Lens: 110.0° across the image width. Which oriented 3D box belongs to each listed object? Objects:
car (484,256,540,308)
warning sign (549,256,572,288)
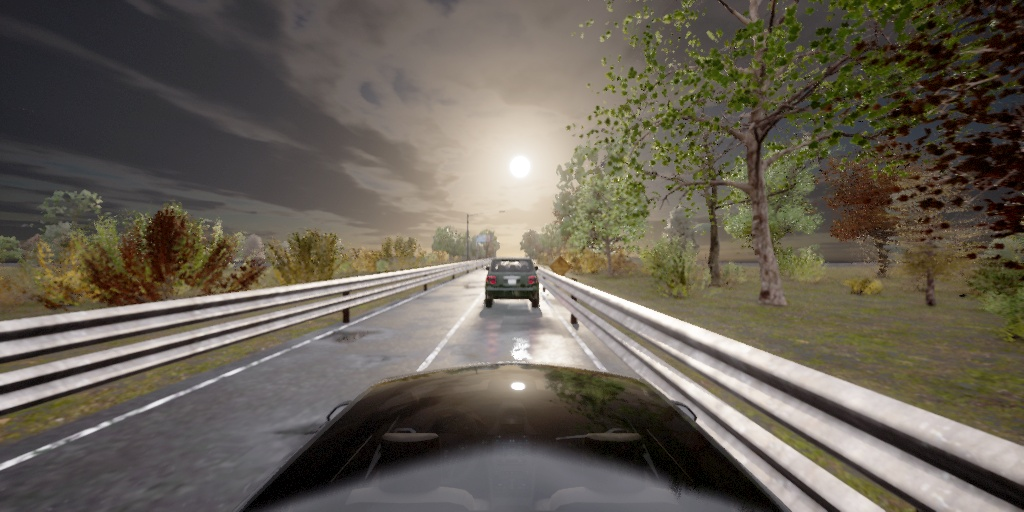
[{"bbox_3d":[0.005,1.033,15.845,2.150,2.045,5.566,0,0,0],"label":"car"},{"bbox_3d":[2.857,0.927,20.966,1.300,1.860,1.060,0,0,0],"label":"warning sign"}]
